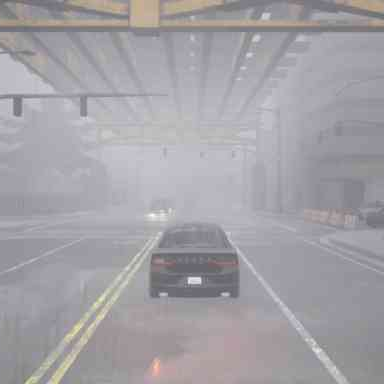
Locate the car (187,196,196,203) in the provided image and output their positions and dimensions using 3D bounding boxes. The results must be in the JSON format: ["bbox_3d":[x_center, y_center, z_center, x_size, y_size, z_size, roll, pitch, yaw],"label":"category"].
[{"bbox_3d":[-0.047,1.488,66.399,2.128,1.511,4.902,0,0,0],"label":"car"}]

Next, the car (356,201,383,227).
[{"bbox_3d":[13.217,1.453,20.894,4.974,1.542,2.038,0,0,-20],"label":"car"}]

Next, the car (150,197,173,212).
[{"bbox_3d":[-3.673,1.491,38.295,2.128,1.511,4.902,0,0,0],"label":"car"}]

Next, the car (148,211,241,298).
[{"bbox_3d":[0.054,1.478,8.590,1.882,1.535,5.008,0,0,0],"label":"car"}]

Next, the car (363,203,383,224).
[{"bbox_3d":[13.265,1.295,20.912,4.536,1.218,1.853,0,0,-20],"label":"car"}]

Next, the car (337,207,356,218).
[{"bbox_3d":[13.581,1.295,25.032,4.536,1.218,1.853,0,0,25],"label":"car"}]

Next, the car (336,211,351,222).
[{"bbox_3d":[13.534,1.453,25.053,4.974,1.542,2.038,0,0,25],"label":"car"}]
